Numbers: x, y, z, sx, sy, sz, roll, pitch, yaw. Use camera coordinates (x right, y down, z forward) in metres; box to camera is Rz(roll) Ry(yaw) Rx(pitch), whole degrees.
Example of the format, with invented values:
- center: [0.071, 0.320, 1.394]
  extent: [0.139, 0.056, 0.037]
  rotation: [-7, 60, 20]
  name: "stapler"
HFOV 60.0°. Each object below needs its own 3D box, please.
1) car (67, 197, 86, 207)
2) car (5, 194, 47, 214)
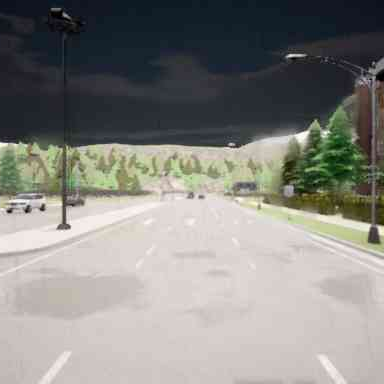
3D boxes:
- center: [-17.503, 1.518, 49.697]
  extent: [2.033, 1.411, 5.357]
  rotation: [0, 0, 1]
  name: "car"
- center: [-17.814, 1.186, 36.032]
  extent: [2.150, 2.045, 5.566]
  rotation: [0, 0, 1]
  name: "car"
